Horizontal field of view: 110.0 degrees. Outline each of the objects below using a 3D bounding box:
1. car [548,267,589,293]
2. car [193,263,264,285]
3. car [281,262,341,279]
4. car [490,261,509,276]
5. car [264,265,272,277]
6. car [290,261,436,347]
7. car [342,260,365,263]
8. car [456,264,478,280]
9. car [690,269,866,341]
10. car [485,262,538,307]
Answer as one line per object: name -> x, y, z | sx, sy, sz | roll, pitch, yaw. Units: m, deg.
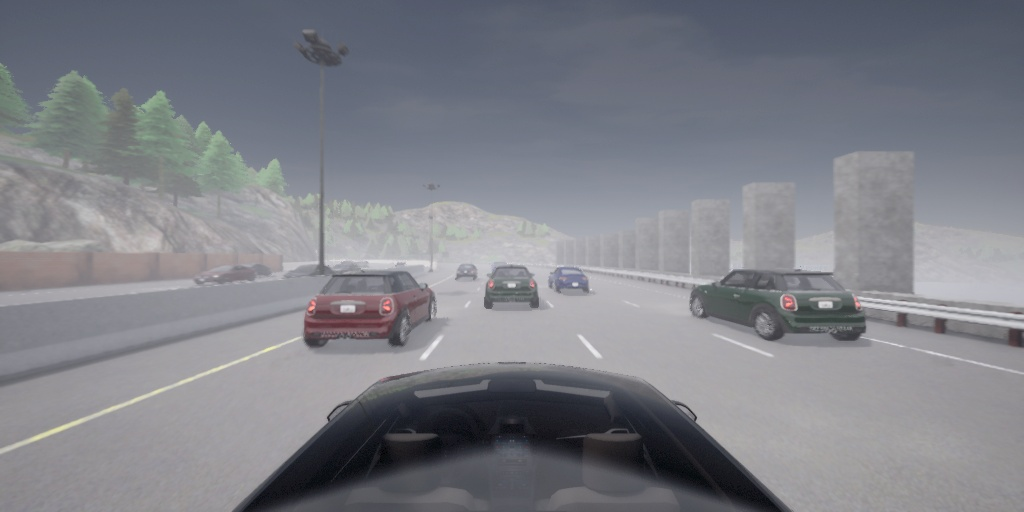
car -> 3.303, 1.355, 21.427 | 1.812, 1.442, 4.674 | 0, 0, -2
car -> -21.503, 1.391, 27.178 | 1.812, 1.442, 4.674 | 0, 0, 0
car -> -14.545, 1.362, 25.902 | 1.837, 1.490, 4.892 | 0, 0, -2
car -> -1.507, 1.395, 42.161 | 1.882, 1.535, 5.008 | 0, 0, -7
car -> -25.381, 1.424, 34.798 | 1.812, 1.442, 4.674 | 0, 0, -2
car -> -3.452, 1.135, 9.611 | 2.097, 1.767, 4.553 | 0, 0, -1
car -> -19.321, 1.417, 41.943 | 2.128, 1.511, 4.902 | 0, 0, -7
car -> -4.200, 1.431, 33.473 | 2.033, 1.411, 5.357 | 0, 0, -4
car -> 7.024, 1.133, 10.186 | 2.097, 1.767, 4.553 | 0, 0, -1
car -> -0.062, 1.160, 15.840 | 2.097, 1.767, 4.553 | 0, 0, -1
